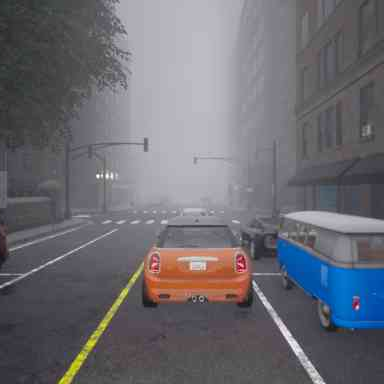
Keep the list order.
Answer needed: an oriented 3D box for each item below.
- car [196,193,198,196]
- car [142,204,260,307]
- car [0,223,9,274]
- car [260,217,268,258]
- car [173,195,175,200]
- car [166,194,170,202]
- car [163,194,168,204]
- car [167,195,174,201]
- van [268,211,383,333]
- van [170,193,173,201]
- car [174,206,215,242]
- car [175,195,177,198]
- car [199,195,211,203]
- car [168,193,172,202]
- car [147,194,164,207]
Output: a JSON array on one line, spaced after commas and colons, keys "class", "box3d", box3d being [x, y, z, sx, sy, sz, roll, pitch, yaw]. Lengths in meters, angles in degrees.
[{"class": "car", "box3d": [2.853, 1.506, 94.009, 1.752, 1.417, 4.829, 0, 0, 0]}, {"class": "car", "box3d": [0.102, 1.351, 8.113, 2.097, 1.767, 4.553, 0, 0, 0]}, {"class": "car", "box3d": [-5.669, 1.314, 6.519, 2.192, 1.841, 5.009, 0, 0, 0]}, {"class": "car", "box3d": [2.856, 1.563, 12.220, 1.947, 1.339, 4.313, 0, 0, 0]}, {"class": "car", "box3d": [-5.671, 1.522, 77.462, 2.008, 1.369, 4.403, 0, 0, 0]}, {"class": "car", "box3d": [-5.670, 1.514, 61.109, 1.887, 1.381, 4.507, 0, 0, 0]}, {"class": "car", "box3d": [-5.670, 1.521, 55.658, 2.008, 1.369, 4.403, 0, 0, 0]}, {"class": "car", "box3d": [-5.671, 1.502, 88.193, 1.752, 1.417, 4.829, 0, 0, 0]}, {"class": "van", "box3d": [2.856, 1.340, 6.559, 1.690, 1.788, 3.998, 0, 0, 0]}, {"class": "van", "box3d": [-5.671, 1.311, 72.011, 1.690, 1.788, 3.998, 0, 0, 0]}, {"class": "car", "box3d": [0.101, 1.520, 17.114, 1.812, 1.442, 4.674, 0, 0, 0]}, {"class": "car", "box3d": [-5.672, 1.289, 82.913, 2.192, 1.841, 5.009, 0, 0, 0]}, {"class": "car", "box3d": [2.854, 1.409, 66.596, 1.967, 1.590, 4.097, 0, 0, 0]}, {"class": "car", "box3d": [-5.671, 1.514, 66.560, 1.887, 1.381, 4.507, 0, 0, 0]}, {"class": "car", "box3d": [-5.670, 1.497, 50.038, 1.752, 1.417, 4.829, 0, 0, 0]}]
